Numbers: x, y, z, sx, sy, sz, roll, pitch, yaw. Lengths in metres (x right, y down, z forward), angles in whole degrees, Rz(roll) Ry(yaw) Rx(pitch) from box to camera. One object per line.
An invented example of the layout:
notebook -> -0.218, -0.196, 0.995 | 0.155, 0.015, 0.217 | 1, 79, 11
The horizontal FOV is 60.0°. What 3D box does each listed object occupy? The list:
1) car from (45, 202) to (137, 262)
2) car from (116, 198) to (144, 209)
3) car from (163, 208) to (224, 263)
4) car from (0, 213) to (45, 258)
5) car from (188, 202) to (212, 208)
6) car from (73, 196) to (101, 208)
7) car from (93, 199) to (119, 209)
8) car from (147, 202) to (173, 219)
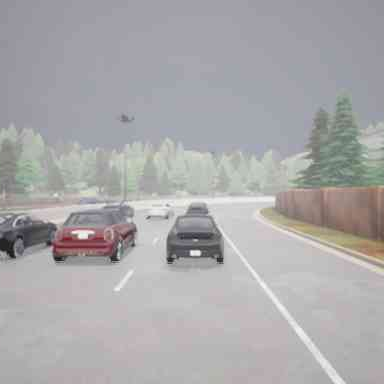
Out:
car -> -3.397, 1.407, 12.495 | 2.097, 1.767, 4.553 | 0, 0, 0
car -> -9.436, 1.717, 51.058 | 2.128, 1.511, 4.902 | 0, 0, 17
car -> 0.103, 1.559, 12.185 | 1.837, 1.490, 4.892 | 0, 0, 0
car -> -6.897, 1.549, 12.912 | 2.128, 1.511, 4.902 | 0, 0, 0
car -> 0.616, 1.633, 29.265 | 1.837, 1.490, 4.892 | 0, 0, 5
car -> -16.403, 1.581, 52.181 | 2.097, 1.767, 4.553 | 0, 0, 16
car -> -13.146, 1.787, 50.821 | 1.994, 1.385, 4.181 | 0, 0, 16
car -> -2.812, 1.658, 30.227 | 1.812, 1.442, 4.674 | 0, 0, 5
